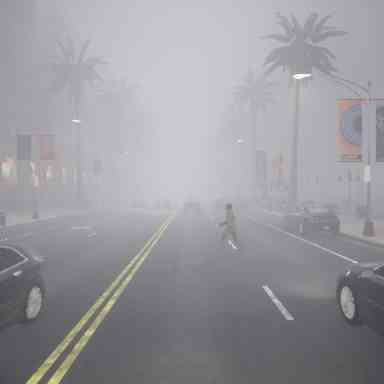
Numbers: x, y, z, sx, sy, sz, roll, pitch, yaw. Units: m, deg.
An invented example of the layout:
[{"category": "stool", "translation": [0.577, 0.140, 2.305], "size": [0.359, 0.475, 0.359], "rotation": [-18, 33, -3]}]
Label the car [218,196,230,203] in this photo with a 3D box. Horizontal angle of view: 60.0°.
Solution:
[{"category": "car", "translation": [6.719, 1.513, 69.909], "size": [2.161, 1.482, 4.786], "rotation": [0, 0, 0]}]

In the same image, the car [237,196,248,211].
[{"category": "car", "translation": [6.470, 1.354, 47.979], "size": [2.185, 1.767, 4.553], "rotation": [0, 0, 0]}]

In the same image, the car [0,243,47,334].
[{"category": "car", "translation": [-3.609, 1.505, 4.326], "size": [1.837, 1.490, 4.892], "rotation": [0, 0, 0]}]

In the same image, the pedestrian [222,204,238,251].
[{"category": "pedestrian", "translation": [1.382, 1.294, 12.184], "size": [0.375, 1.860, 0.375], "rotation": [0, 0, 0]}]

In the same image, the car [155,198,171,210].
[{"category": "car", "translation": [-3.710, 1.491, 43.174], "size": [2.128, 1.511, 4.902], "rotation": [0, 0, 0]}]

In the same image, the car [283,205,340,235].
[{"category": "car", "translation": [6.538, 1.481, 18.604], "size": [2.231, 1.521, 4.892], "rotation": [0, 0, 0]}]

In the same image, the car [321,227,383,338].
[{"category": "car", "translation": [3.556, 1.505, 4.216], "size": [1.837, 1.490, 4.892], "rotation": [0, 0, 0]}]

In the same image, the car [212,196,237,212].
[{"category": "car", "translation": [3.498, 1.353, 38.309], "size": [2.097, 1.767, 4.553], "rotation": [0, 0, 0]}]

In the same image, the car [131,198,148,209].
[{"category": "car", "translation": [-7.212, 1.564, 46.088], "size": [1.994, 1.385, 4.181], "rotation": [0, 0, 0]}]

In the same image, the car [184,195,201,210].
[{"category": "car", "translation": [-0.014, 1.352, 44.309], "size": [2.097, 1.767, 4.553], "rotation": [0, 0, -1]}]

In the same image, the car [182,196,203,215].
[{"category": "car", "translation": [0.007, 1.505, 34.311], "size": [1.837, 1.490, 4.892], "rotation": [0, 0, 0]}]
